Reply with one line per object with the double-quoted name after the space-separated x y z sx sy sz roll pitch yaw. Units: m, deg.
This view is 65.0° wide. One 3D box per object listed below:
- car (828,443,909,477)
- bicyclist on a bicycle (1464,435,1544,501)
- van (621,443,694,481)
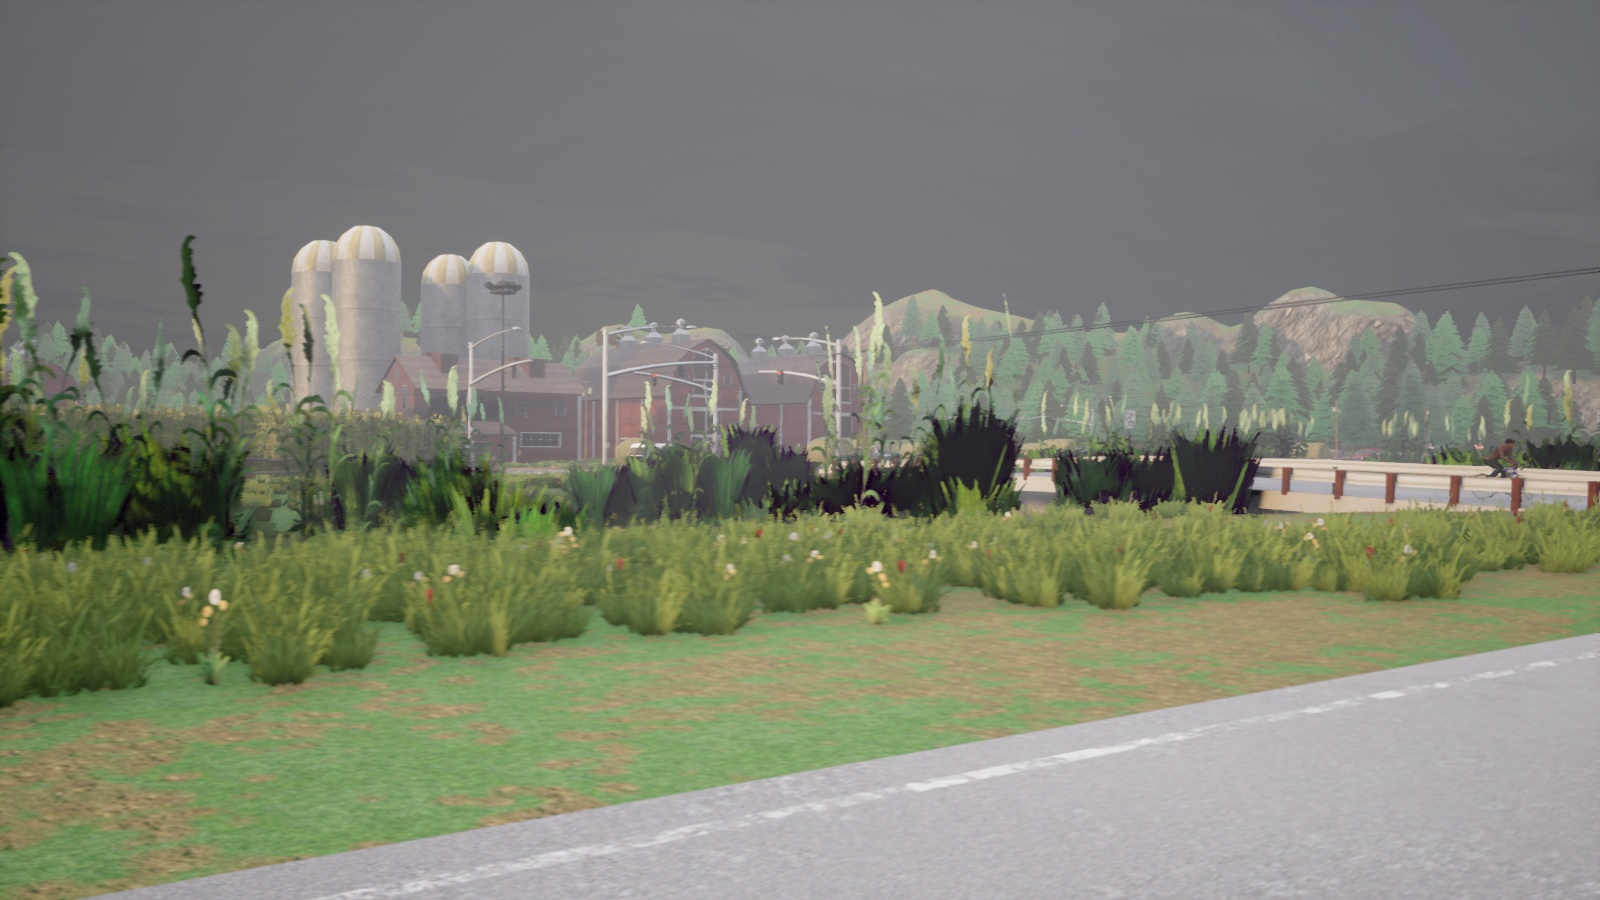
3.292 0.502 60.993 1.970 1.475 3.806 0 -3 -34 "car"
17.999 0.442 32.150 0.582 1.620 1.656 0 2 -33 "bicyclist on a bicycle"
-8.060 0.658 70.582 2.069 2.038 4.480 0 0 -38 "van"
